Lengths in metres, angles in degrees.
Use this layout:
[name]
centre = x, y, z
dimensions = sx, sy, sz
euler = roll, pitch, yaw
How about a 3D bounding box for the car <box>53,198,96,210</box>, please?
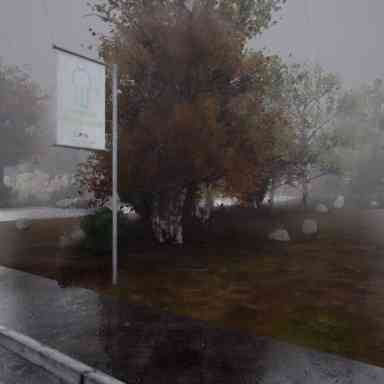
[car]
centre = -14.442, 1.487, 41.934
dimensions = 1.837, 1.490, 4.892
euler = 0, 1, 38
